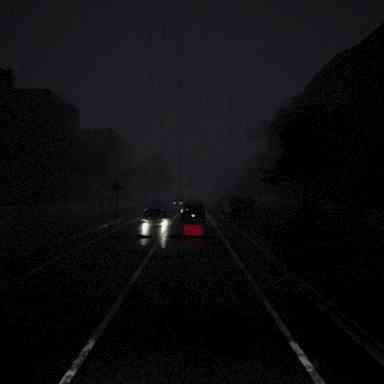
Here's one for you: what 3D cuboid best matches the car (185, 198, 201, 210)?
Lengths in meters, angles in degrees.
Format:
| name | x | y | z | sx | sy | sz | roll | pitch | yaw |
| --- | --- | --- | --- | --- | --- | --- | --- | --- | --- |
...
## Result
| name | x | y | z | sx | sy | sz | roll | pitch | yaw |
| --- | --- | --- | --- | --- | --- | --- | --- | --- | --- |
| car | 0.094 | 1.472 | 42.860 | 1.994 | 1.385 | 4.181 | 0 | 0 | 0 |

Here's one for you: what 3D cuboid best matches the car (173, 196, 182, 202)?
| name | x | y | z | sx | sy | sz | roll | pitch | yaw |
| --- | --- | --- | --- | --- | --- | --- | --- | --- | --- |
| car | -3.011 | 1.483 | 71.784 | 2.033 | 1.411 | 5.357 | 0 | 0 | 0 |

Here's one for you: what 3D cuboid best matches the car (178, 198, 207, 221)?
| name | x | y | z | sx | sy | sz | roll | pitch | yaw |
| --- | --- | --- | --- | --- | --- | --- | --- | --- | --- |
| car | 0.088 | 1.450 | 26.279 | 1.837 | 1.490 | 4.892 | 0 | 0 | 0 |

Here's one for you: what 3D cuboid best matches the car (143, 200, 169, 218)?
| name | x | y | z | sx | sy | sz | roll | pitch | yaw |
| --- | --- | --- | --- | --- | --- | --- | --- | --- | --- |
| car | -3.102 | 1.414 | 29.463 | 1.882 | 1.535 | 5.008 | 0 | 0 | 0 |
